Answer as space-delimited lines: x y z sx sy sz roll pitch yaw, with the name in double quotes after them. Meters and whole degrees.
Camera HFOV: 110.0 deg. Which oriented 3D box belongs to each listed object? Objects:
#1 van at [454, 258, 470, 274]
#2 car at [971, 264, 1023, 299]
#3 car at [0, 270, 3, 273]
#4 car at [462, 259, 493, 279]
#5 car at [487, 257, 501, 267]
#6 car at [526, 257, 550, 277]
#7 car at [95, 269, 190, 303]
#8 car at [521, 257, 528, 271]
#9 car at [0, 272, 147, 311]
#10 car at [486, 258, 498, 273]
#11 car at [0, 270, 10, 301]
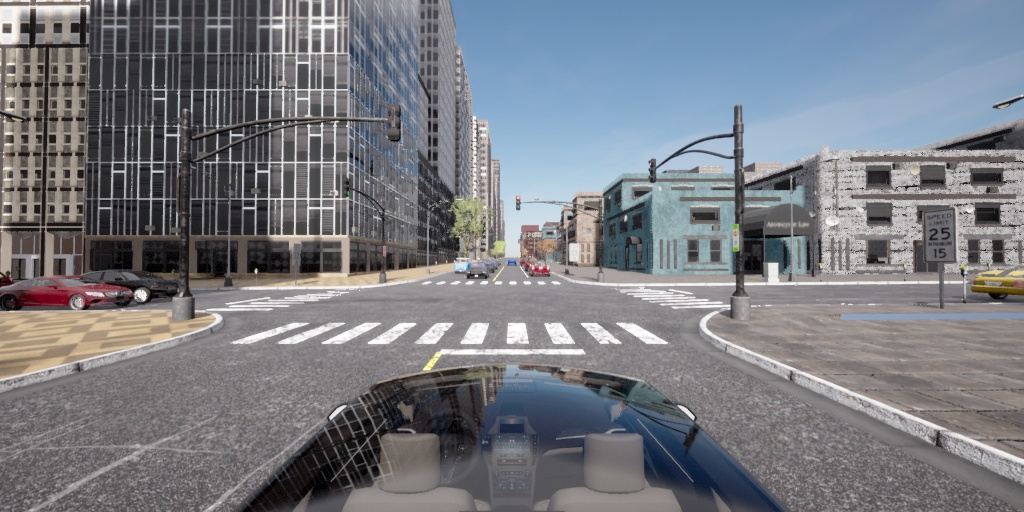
-5.679 1.096 41.505 1.690 1.789 3.998 0 0 0 "van"
20.693 0.994 13.657 4.829 1.417 1.751 0 0 1 "car"
-23.099 1.325 14.090 4.097 1.591 1.967 0 0 1 "car"
-3.076 1.302 33.058 2.033 1.411 5.357 0 0 -1 "car"
-3.080 1.303 53.304 2.033 1.411 5.357 0 0 0 "car"
2.701 1.195 35.867 1.967 1.591 4.097 0 0 0 "car"
-17.889 1.359 16.645 5.008 1.535 1.882 -1 -1 0 "car"
2.704 1.070 47.215 2.192 1.841 5.009 0 0 0 "car"
-17.416 1.413 14.033 4.207 1.307 1.802 0 0 1 "car"
-3.083 1.319 42.937 1.994 1.385 4.181 0 0 0 "car"
-27.386 1.465 16.738 4.902 1.511 2.128 -1 -1 1 "car"
